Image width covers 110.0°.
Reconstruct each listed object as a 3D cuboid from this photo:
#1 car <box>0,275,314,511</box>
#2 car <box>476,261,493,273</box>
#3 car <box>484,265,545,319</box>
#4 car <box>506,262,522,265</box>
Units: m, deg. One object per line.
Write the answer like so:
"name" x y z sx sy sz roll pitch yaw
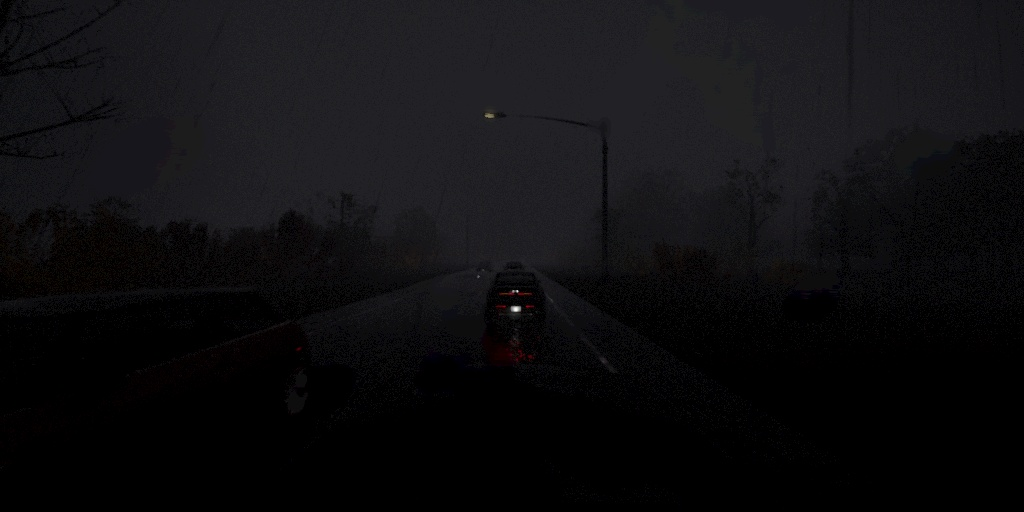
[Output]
"car" -3.597 1.102 2.702 2.097 1.767 4.553 0 0 0
"car" -3.386 1.308 45.126 2.033 1.411 5.357 0 0 1
"car" 0.116 1.258 12.764 1.837 1.490 4.892 0 0 0
"car" 0.200 1.263 32.095 1.837 1.490 4.892 0 0 0
